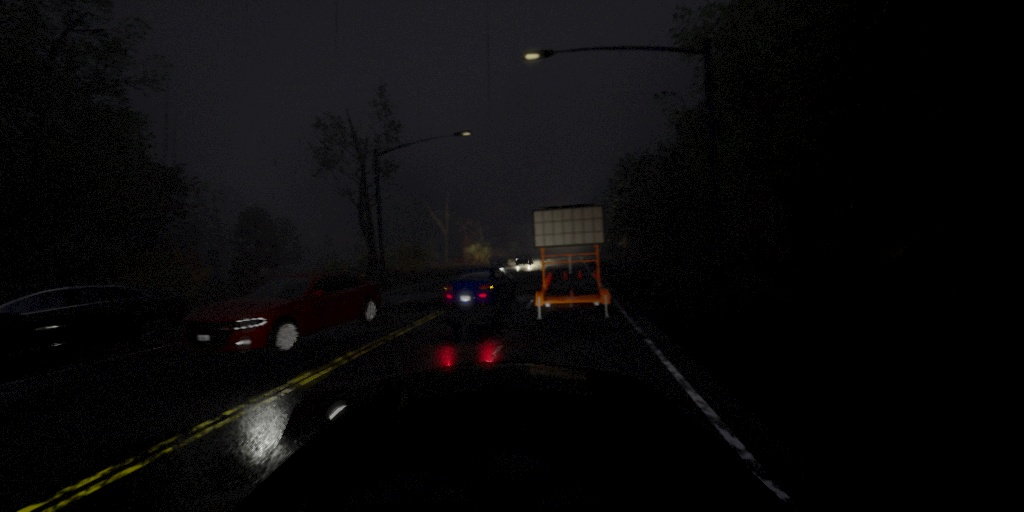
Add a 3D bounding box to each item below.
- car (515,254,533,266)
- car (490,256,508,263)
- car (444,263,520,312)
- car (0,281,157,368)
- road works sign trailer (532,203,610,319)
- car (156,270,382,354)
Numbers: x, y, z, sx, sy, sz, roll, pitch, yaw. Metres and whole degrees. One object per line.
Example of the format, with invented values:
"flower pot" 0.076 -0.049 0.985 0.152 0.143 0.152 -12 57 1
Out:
"car" 1.729 0.456 50.898 2.097 1.767 4.553 -3 1 10
"car" -1.796 0.815 49.472 2.128 1.511 4.902 -3 1 10
"car" -1.026 1.115 12.944 1.812 1.442 4.674 -2 -1 9
"car" -8.901 1.272 6.582 2.128 1.511 4.902 -1 1 8
"road works sign trailer" 2.073 0.071 12.247 2.380 3.560 2.880 0 0 9
"car" -5.209 1.158 8.978 1.882 1.535 5.008 -1 1 9
